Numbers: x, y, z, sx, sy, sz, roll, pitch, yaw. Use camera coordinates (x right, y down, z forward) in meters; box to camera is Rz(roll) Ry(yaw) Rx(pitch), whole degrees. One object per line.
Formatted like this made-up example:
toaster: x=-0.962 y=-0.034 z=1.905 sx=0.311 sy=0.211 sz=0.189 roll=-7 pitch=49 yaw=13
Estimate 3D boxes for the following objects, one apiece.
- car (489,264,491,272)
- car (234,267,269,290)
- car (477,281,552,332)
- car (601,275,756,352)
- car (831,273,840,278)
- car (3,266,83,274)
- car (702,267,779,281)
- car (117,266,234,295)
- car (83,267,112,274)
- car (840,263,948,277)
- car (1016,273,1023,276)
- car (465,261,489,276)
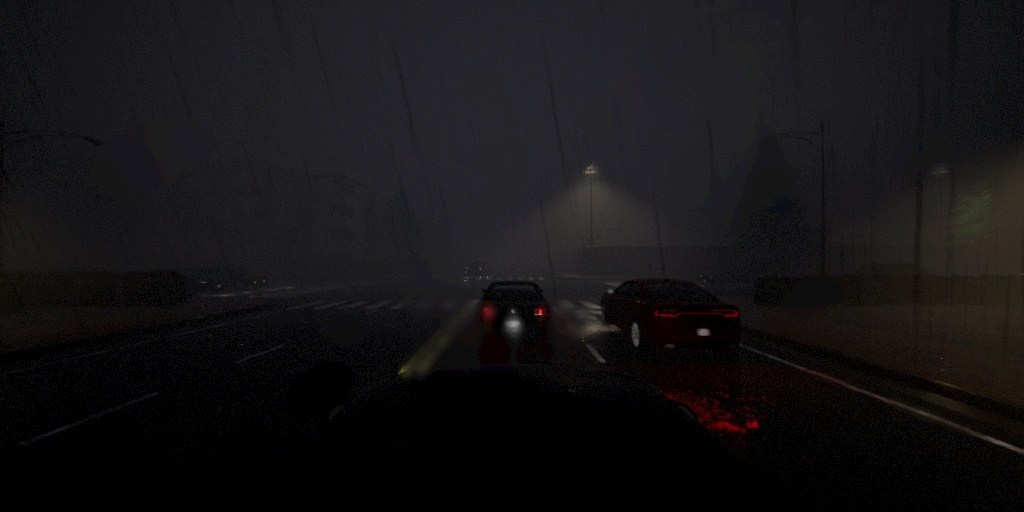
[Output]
car: x=-4.239 y=1.507 z=52.176 sx=2.097 sy=1.767 sz=4.553 roll=0 pitch=0 yaw=0
car: x=-19.027 y=1.441 z=23.960 sx=4.892 sy=1.490 sz=1.837 roll=0 pitch=0 yaw=-2
car: x=0.037 y=1.429 z=11.101 sx=1.895 sy=1.301 sz=4.718 roll=0 pitch=0 yaw=-1
car: x=3.632 y=1.290 z=9.170 sx=1.882 sy=1.535 sz=5.008 roll=0 pitch=0 yaw=1
car: x=27.327 y=1.565 z=27.403 sx=4.718 sy=1.301 sz=1.895 roll=0 pitch=0 yaw=1
car: x=-27.999 y=1.432 z=20.393 sx=4.674 sy=1.442 sz=1.812 roll=0 pitch=0 yaw=0
car: x=17.421 y=1.513 z=27.487 sx=5.357 sy=1.411 sz=2.033 roll=0 pitch=0 yaw=0
car: x=-18.993 y=1.432 z=20.405 sx=4.674 sy=1.442 sz=1.812 roll=0 pitch=0 yaw=0
car: x=-28.188 y=1.440 z=23.889 sx=4.892 sy=1.490 sz=1.837 roll=0 pitch=0 yaw=0
car: x=21.976 y=1.257 z=20.291 sx=4.553 sy=1.767 sz=2.097 roll=0 pitch=0 yaw=1
car: x=41.158 y=1.525 z=27.164 sx=4.181 sy=1.385 sz=1.994 roll=0 pitch=0 yaw=2
car: x=-4.275 y=1.424 z=42.264 sx=2.097 sy=1.767 sz=4.553 roll=0 pitch=0 yaw=1
